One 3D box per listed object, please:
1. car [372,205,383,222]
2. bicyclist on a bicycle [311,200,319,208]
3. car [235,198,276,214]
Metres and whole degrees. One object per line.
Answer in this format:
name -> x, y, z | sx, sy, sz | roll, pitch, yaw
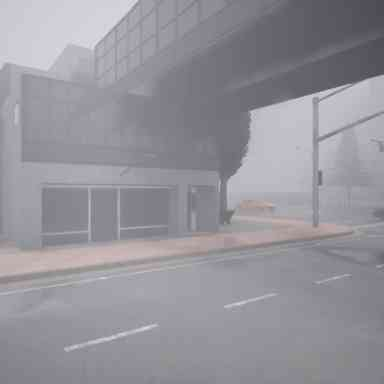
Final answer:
car -> 16.001, 1.525, 24.702 | 4.674, 1.442, 1.812 | 0, 0, 44
bicyclist on a bicycle -> 15.798, 1.301, 42.754 | 1.656, 1.620, 0.582 | 0, 0, -36
car -> 6.900, 1.478, 36.313 | 1.882, 1.535, 5.008 | 0, 0, -36
